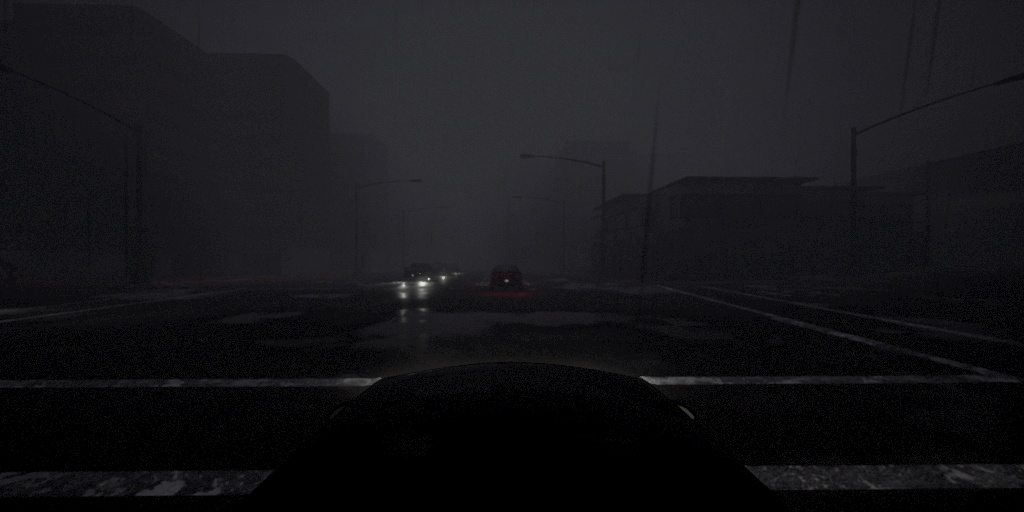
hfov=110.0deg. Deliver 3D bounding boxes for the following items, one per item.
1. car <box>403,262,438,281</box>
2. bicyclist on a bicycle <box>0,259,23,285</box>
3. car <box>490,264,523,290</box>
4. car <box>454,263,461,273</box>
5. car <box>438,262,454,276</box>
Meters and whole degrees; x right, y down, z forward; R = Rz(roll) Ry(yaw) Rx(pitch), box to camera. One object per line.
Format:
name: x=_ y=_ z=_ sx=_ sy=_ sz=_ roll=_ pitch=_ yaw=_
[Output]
car: x=-7.861 y=1.325 z=30.531 sx=1.837 sy=1.490 sz=4.892 roll=0 pitch=-1 yaw=-2
bicyclist on a bicycle: x=-31.384 y=1.021 z=22.204 sx=0.582 sy=1.620 sz=1.656 roll=0 pitch=0 yaw=-1
car: x=-0.389 y=1.247 z=22.611 sx=1.882 sy=1.535 sz=5.008 roll=0 pitch=0 yaw=-2
car: x=-8.620 y=1.689 z=52.296 sx=1.882 sy=1.535 sz=5.008 roll=0 pitch=-1 yaw=-2
car: x=-8.234 y=1.450 z=40.899 sx=1.882 sy=1.535 sz=5.008 roll=0 pitch=-1 yaw=-2
